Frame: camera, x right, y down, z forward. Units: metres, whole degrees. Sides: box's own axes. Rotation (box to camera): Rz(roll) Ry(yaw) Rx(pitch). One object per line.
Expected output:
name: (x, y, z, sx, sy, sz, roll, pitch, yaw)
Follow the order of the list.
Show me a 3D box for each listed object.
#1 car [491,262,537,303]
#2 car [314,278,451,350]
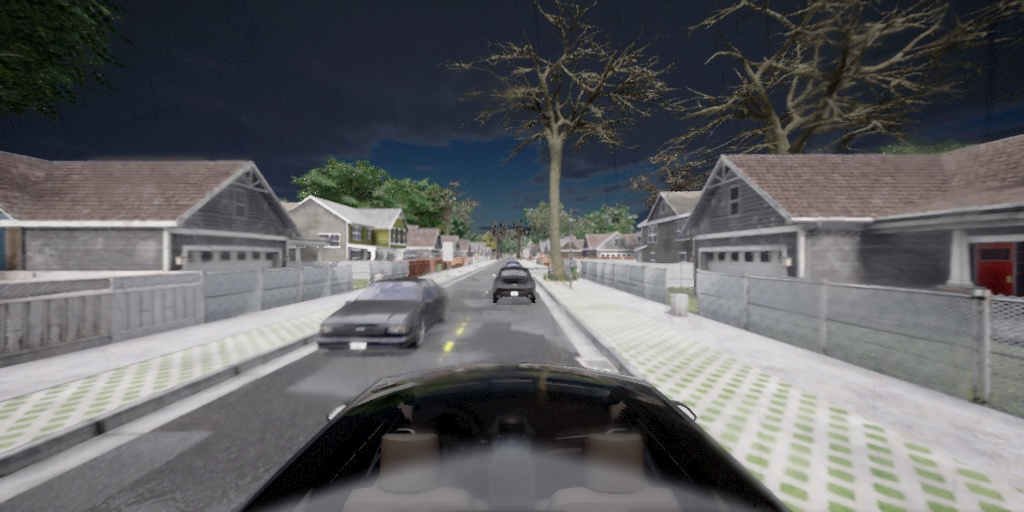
car: (0.101, 1.232, 16.641, 1.837, 1.490, 4.892, 0, 0, 0)
car: (-2.848, 1.285, 9.327, 2.033, 1.411, 5.357, 0, 0, 0)
